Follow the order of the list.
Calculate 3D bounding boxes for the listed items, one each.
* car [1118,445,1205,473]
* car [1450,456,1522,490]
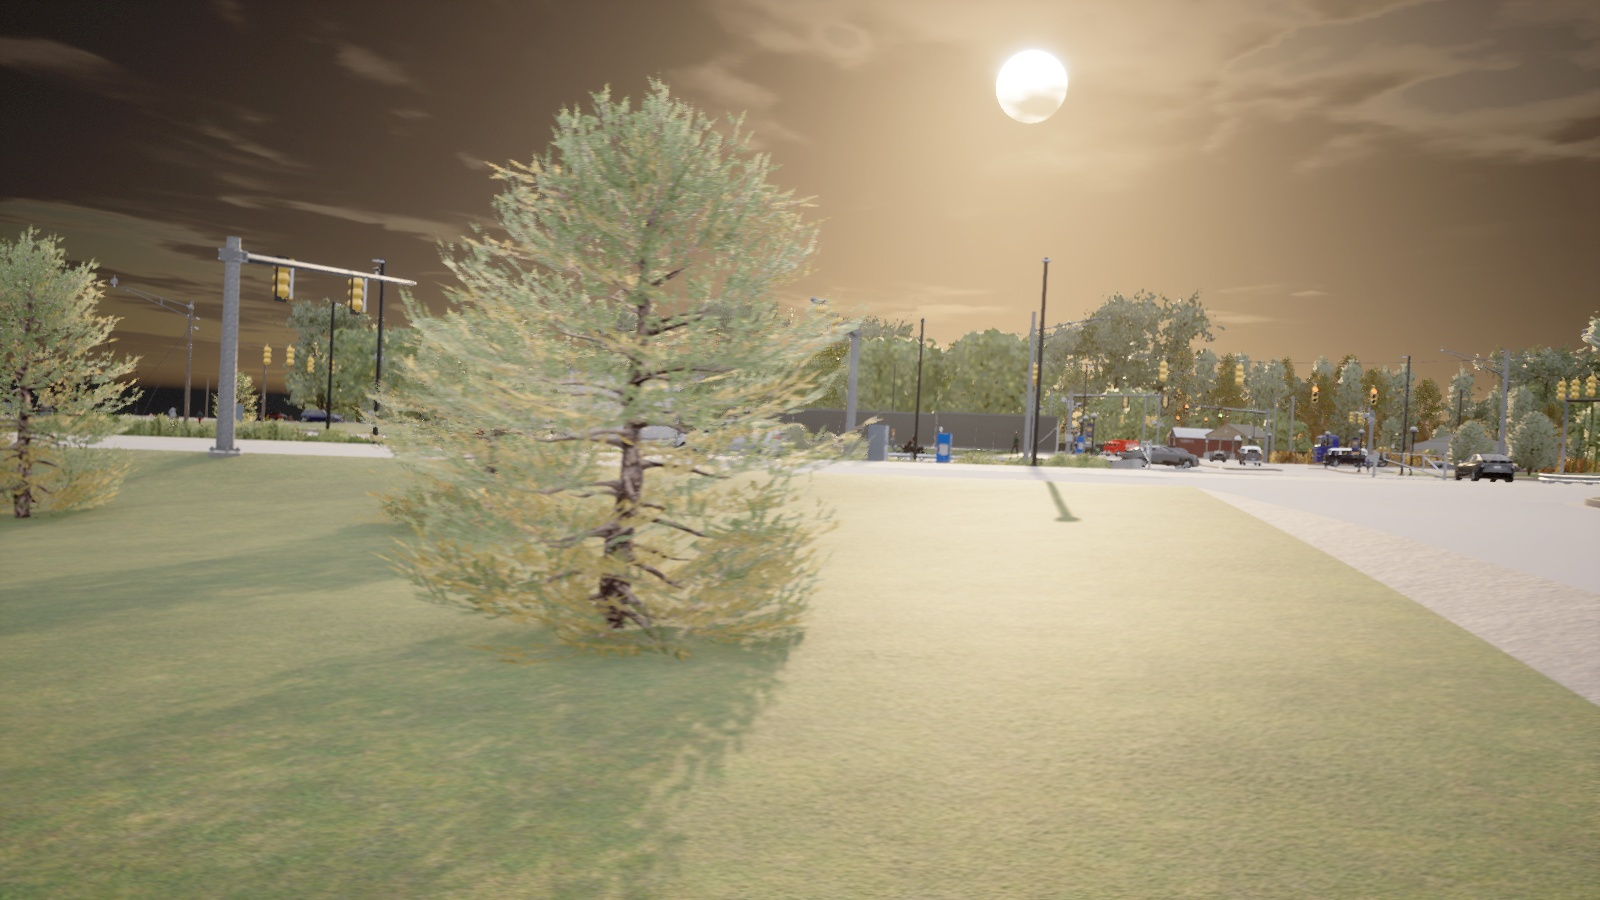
[{"bbox_3d":[23.414,0.583,81.458,4.902,1.511,2.128,2,1,-1],"label":"car"},{"bbox_3d":[34.466,1.135,63.225,2.007,1.525,4.514,3,1,14],"label":"car"}]
